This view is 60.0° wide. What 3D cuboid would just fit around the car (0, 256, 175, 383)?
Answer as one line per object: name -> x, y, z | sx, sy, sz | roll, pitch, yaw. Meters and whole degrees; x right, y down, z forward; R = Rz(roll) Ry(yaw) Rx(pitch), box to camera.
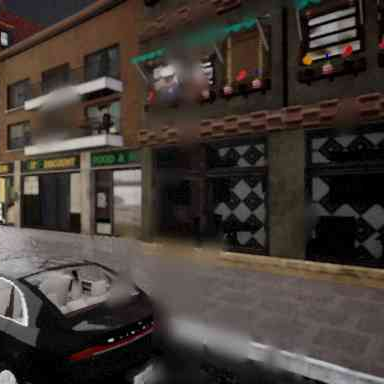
car -> -2.242, 1.553, 4.481 | 4.403, 1.369, 2.008 | 0, 0, 36
